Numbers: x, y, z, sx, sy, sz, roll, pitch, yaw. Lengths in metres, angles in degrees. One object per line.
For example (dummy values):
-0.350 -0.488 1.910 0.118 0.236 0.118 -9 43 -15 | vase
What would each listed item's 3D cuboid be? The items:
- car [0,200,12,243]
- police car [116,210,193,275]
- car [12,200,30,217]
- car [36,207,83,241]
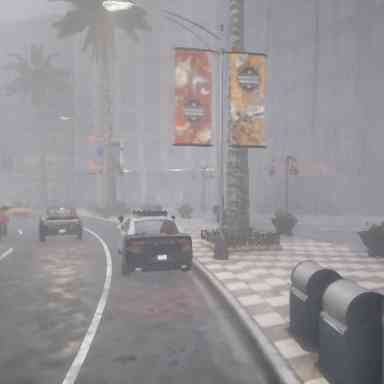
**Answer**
-9.876 1.248 15.311 2.150 2.045 5.566 0 0 -25 | car
-1.379 1.422 10.782 1.930 1.638 5.238 0 0 -14 | police car
-16.569 1.467 30.386 5.008 1.535 1.882 0 0 44 | car
-6.684 1.488 16.748 2.128 1.511 4.902 0 0 -25 | car
